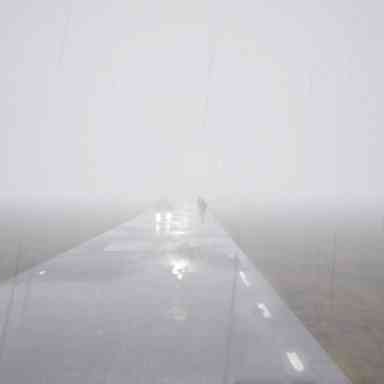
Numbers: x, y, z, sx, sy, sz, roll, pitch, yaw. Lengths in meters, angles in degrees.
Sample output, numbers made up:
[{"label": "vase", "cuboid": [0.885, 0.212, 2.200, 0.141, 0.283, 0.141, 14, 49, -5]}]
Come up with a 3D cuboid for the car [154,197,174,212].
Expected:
[{"label": "car", "cuboid": [-2.885, 1.292, 35.157, 2.128, 1.511, 4.902, 0, 1, 0]}]

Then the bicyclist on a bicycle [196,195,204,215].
[{"label": "bicyclist on a bicycle", "cuboid": [0.718, 1.212, 31.074, 0.659, 1.776, 1.843, 0, 1, 0]}]

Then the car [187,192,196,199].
[{"label": "car", "cuboid": [-0.092, 0.765, 73.735, 1.812, 1.442, 4.674, 0, 1, 0]}]

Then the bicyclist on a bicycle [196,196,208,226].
[{"label": "bicyclist on a bicycle", "cuboid": [0.730, 1.286, 21.866, 0.659, 1.776, 1.843, 0, 1, 0]}]

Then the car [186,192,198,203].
[{"label": "car", "cuboid": [0.029, 1.058, 55.711, 1.812, 1.442, 4.674, 0, 1, 0]}]
